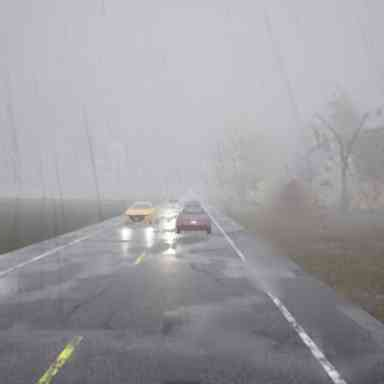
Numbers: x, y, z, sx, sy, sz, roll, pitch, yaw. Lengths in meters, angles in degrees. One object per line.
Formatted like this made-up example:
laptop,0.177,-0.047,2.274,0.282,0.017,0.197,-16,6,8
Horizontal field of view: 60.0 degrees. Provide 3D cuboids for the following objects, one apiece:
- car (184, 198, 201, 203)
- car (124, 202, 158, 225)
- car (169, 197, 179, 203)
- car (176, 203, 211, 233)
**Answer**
car,0.073,1.483,41.418,2.128,1.511,4.902,0,0,0
car,-3.610,1.472,24.223,1.882,1.535,5.008,0,0,0
car,-3.543,1.589,65.389,1.895,1.301,4.718,0,0,0
car,0.089,1.559,19.536,1.994,1.385,4.181,0,0,0
